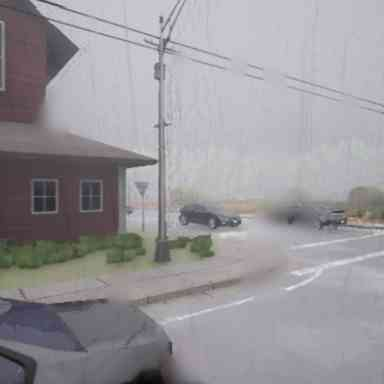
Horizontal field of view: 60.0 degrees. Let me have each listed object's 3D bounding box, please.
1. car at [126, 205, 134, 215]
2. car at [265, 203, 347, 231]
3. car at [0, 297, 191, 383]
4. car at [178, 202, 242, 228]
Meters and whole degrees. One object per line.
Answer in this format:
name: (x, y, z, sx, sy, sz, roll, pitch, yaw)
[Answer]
car: (-7.352, 1.497, 32.089, 1.895, 1.301, 4.718, 0, 0, -36)
car: (6.528, 1.370, 19.545, 2.128, 1.511, 4.902, 0, 0, -36)
car: (-2.598, 1.552, 2.089, 5.357, 1.411, 2.033, 0, 0, -35)
car: (1.008, 1.403, 20.678, 1.837, 1.490, 4.892, 0, 1, -36)
